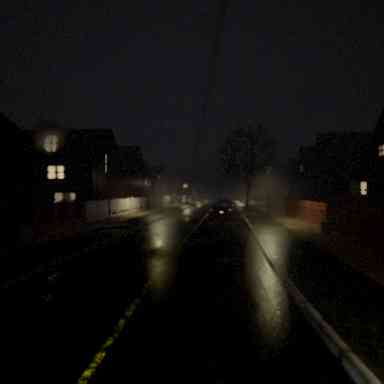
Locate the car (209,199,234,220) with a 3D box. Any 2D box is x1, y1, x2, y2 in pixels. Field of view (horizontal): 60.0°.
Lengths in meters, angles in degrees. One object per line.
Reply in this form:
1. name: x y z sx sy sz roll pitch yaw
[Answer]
1. car: 2.424 1.490 27.032 1.994 1.385 4.181 0 0 6
